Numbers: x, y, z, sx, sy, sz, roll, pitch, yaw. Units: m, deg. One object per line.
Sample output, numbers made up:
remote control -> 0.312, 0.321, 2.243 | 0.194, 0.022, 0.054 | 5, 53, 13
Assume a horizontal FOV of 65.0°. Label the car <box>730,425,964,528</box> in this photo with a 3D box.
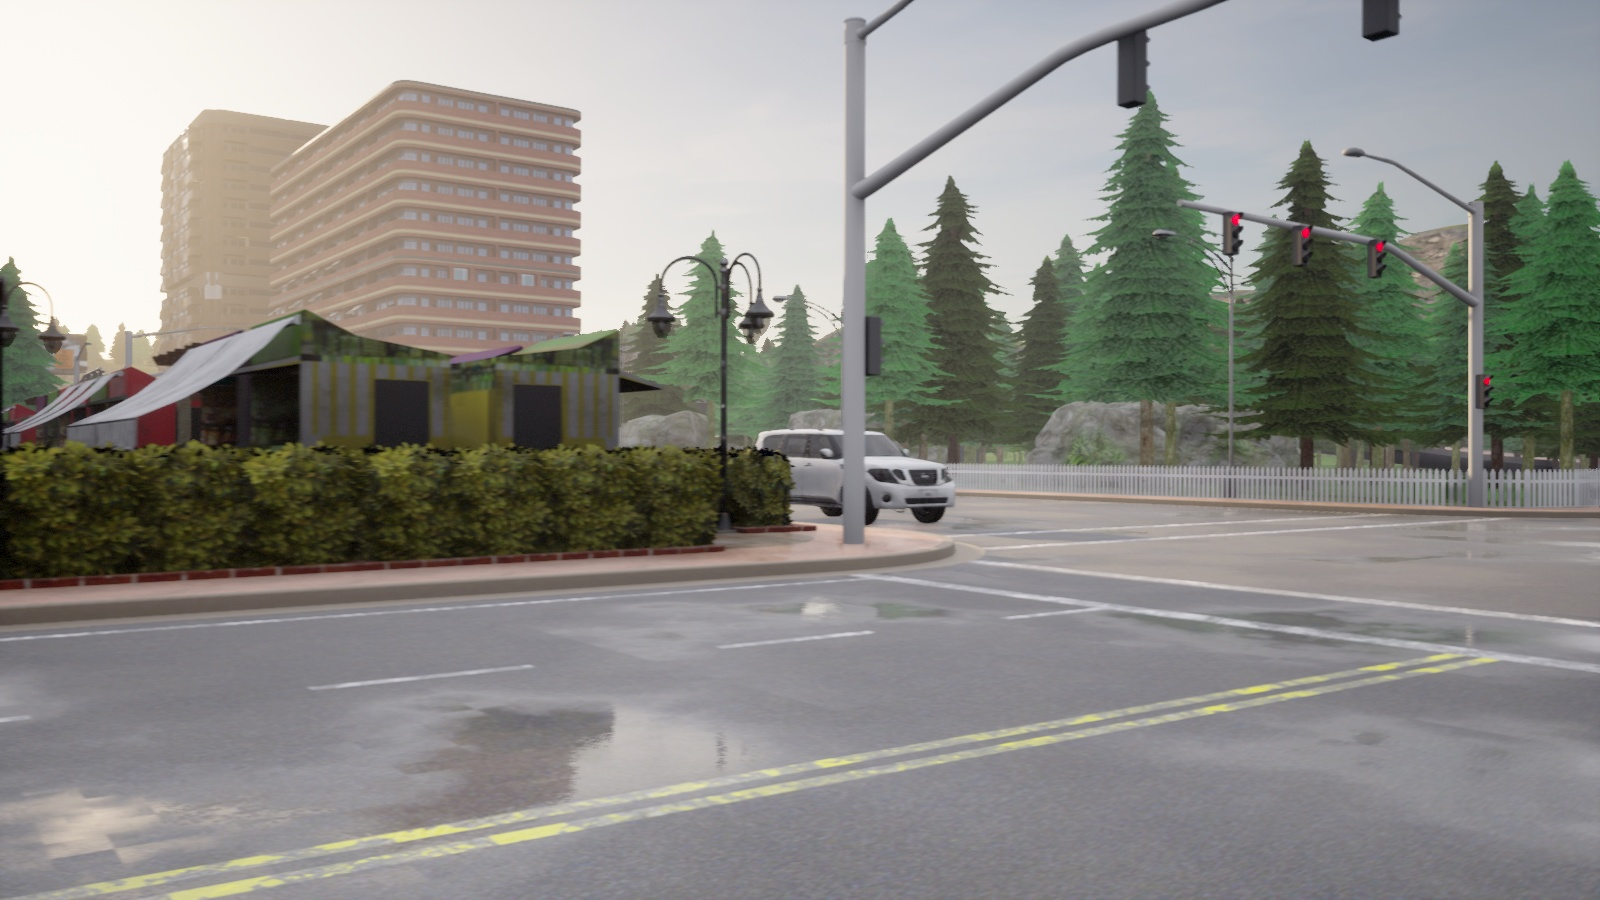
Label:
car -> 0.880, 0.530, 27.649 | 2.150, 2.045, 5.566 | 0, 0, -36
